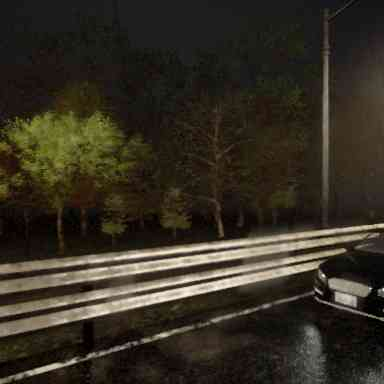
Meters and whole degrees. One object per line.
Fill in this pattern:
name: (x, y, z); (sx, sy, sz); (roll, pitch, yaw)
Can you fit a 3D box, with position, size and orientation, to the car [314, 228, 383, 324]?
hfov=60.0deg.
car: (4.541, 1.524, 6.938); (4.902, 1.511, 2.128); (0, 0, -36)
